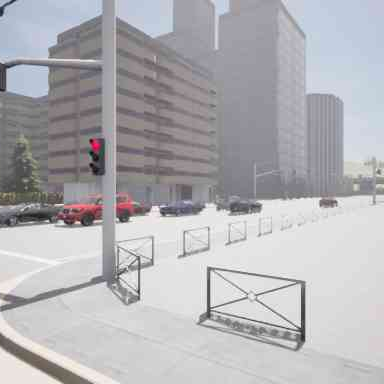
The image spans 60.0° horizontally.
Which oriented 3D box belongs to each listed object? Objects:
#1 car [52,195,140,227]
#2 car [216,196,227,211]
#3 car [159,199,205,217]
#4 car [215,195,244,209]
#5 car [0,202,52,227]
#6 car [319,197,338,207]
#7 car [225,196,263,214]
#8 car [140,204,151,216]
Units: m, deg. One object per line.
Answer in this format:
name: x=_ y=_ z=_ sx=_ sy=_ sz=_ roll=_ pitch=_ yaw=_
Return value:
car: x=-6.582 y=1.221 z=23.549 sx=2.150 sy=2.045 sz=5.566 roll=0 pitch=0 yaw=35
car: x=4.650 y=1.526 z=39.814 sx=1.812 sy=1.442 sz=4.674 roll=0 pitch=0 yaw=35
car: x=-1.036 y=1.601 z=31.593 sx=1.895 sy=1.301 sz=4.718 roll=0 pitch=0 yaw=35
car: x=5.356 y=1.352 z=46.961 sx=2.097 sy=1.767 sz=4.553 roll=0 pitch=0 yaw=35
car: x=-11.244 y=1.492 z=22.951 sx=2.128 sy=1.511 sz=4.902 roll=0 pitch=0 yaw=35
car: x=20.846 y=1.478 z=50.674 sx=1.882 sy=1.535 sz=5.008 roll=0 pitch=0 yaw=35
car: x=5.760 y=1.477 z=34.922 sx=1.882 sy=1.535 sz=5.008 roll=0 pitch=0 yaw=35
car: x=-5.984 y=1.601 z=30.582 sx=1.895 sy=1.301 sz=4.718 roll=0 pitch=0 yaw=35
